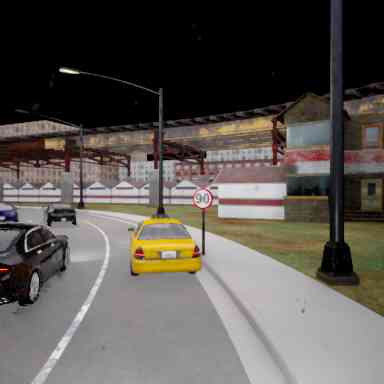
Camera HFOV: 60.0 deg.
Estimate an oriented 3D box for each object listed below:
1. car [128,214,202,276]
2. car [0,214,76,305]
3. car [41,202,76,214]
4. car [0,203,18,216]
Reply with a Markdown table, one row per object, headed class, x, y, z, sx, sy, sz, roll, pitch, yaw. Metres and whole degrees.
| class | x | y | z | sx | sy | sz | roll | pitch | yaw |
| --- | --- | --- | --- | --- | --- | --- | --- | --- | --- |
| car | -1.018 | 1.457 | 10.389 | 1.801 | 1.575 | 5.366 | 0 | 0 | -11 |
| car | -4.255 | 1.506 | 7.897 | 1.837 | 1.490 | 4.892 | 0 | 0 | -9 |
| car | -9.483 | 1.507 | 23.669 | 1.837 | 1.490 | 4.892 | 1 | 0 | -29 |
| car | -13.351 | 1.526 | 23.413 | 1.812 | 1.442 | 4.674 | 0 | 0 | -30 |
